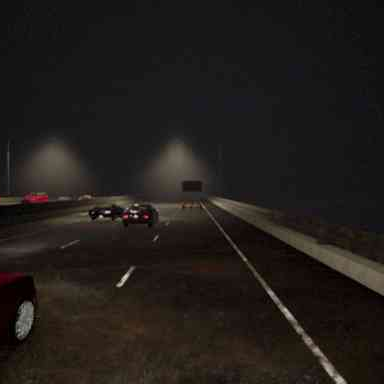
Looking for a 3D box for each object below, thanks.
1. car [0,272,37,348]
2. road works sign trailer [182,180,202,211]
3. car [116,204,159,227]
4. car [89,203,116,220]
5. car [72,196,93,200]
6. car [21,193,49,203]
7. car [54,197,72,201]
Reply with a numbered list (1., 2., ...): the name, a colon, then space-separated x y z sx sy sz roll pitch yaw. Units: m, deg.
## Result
1. car: -3.399 1.476 3.314 1.882 1.535 5.008 0 0 0
2. road works sign trailer: 0.014 0.429 39.267 2.380 3.560 2.880 0 0 0
3. car: -3.390 1.531 22.595 2.033 1.411 5.357 0 0 0
4. car: -6.889 1.580 27.392 1.895 1.301 4.718 0 0 0
5. car: -17.528 1.423 55.033 1.882 1.535 5.008 0 0 1
6. car: -24.533 1.169 52.176 2.150 2.045 5.566 0 0 1
7. car: -21.020 1.493 54.678 2.033 1.411 5.357 0 0 1
